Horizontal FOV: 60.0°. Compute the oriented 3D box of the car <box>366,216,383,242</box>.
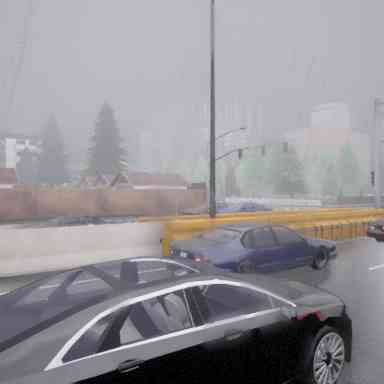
[{"bbox_3d":[10.056,1.547,15.179,5.357,1.411,2.033,0,0,-35],"label":"car"}]

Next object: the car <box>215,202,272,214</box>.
[{"bbox_3d":[3.581,1.477,23.638,5.008,1.535,1.882,0,0,-35],"label":"car"}]

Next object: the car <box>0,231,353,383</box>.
[{"bbox_3d":[-0.177,1.492,3.617,4.902,1.511,2.128,0,0,-35],"label":"car"}]

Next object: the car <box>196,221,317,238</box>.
[{"bbox_3d":[1.856,1.547,9.360,5.357,1.411,2.033,0,0,-35],"label":"car"}]

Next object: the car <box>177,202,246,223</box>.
[{"bbox_3d":[1.613,1.547,26.507,5.357,1.411,2.033,0,0,-35],"label":"car"}]

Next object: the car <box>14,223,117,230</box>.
[{"bbox_3d":[-4.968,1.564,13.332,4.181,1.385,1.994,0,0,-35],"label":"car"}]
